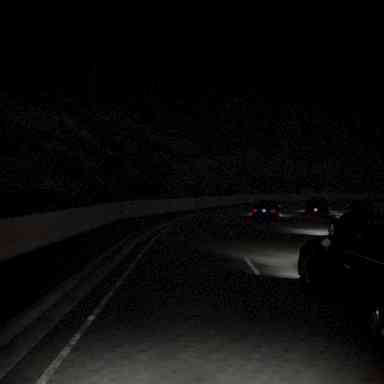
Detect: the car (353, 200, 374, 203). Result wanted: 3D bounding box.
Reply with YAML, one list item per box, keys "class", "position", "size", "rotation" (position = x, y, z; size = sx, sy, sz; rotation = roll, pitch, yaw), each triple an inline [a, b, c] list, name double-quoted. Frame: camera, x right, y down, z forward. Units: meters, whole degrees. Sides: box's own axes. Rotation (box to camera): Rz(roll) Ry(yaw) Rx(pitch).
- class: "car"
  position: [12.948, 1.326, 25.206]
  size: [2.033, 1.411, 5.357]
  rotation: [0, 1, 20]

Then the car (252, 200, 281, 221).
- class: "car"
  position: [5.696, 1.325, 25.307]
  size: [2.033, 1.411, 5.357]
  rotation: [0, 1, 17]

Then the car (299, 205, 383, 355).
- class: "car"
  position: [3.587, 1.296, 6.125]
  size: [2.097, 1.767, 4.553]
  rotation: [0, 0, 0]

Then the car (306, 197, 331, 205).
- class: "car"
  position: [11.496, 1.238, 30.348]
  size: [1.837, 1.490, 4.892]
  rotation: [0, 0, 25]

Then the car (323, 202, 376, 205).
- class: "car"
  position: [7.279, 1.383, 13.749]
  size: [1.837, 1.490, 4.892]
  rotation: [0, 1, 3]
